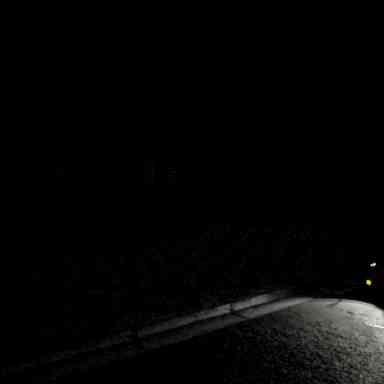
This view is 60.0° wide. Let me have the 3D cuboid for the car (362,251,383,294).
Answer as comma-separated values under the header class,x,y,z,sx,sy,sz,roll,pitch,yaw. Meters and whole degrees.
class,x,y,z,sx,sy,sz,roll,pitch,yaw
car,5.667,1.543,7.424,4.181,1.385,1.994,0,0,-36
